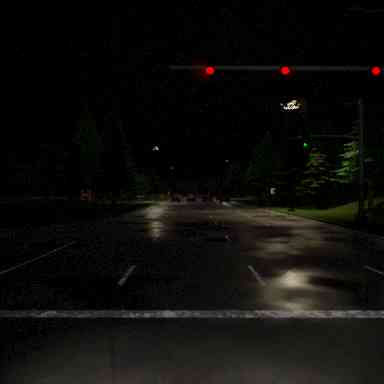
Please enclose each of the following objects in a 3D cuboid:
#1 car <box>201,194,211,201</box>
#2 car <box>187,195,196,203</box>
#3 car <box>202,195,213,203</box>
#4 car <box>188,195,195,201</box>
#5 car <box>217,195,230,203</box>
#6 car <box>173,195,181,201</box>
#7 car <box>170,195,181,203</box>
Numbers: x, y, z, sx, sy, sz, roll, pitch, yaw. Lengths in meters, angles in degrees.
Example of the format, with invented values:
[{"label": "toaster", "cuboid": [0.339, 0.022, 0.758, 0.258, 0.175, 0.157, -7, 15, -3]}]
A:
[{"label": "car", "cuboid": [3.408, 1.358, 80.782, 2.128, 1.511, 4.902, 0, 0, 0]}, {"label": "car", "cuboid": [-0.080, 1.531, 70.358, 2.033, 1.411, 5.357, 0, 0, 0]}, {"label": "car", "cuboid": [3.420, 1.545, 70.779, 1.994, 1.385, 4.181, 0, 0, 0]}, {"label": "car", "cuboid": [-0.092, 1.357, 80.778, 1.812, 1.442, 4.674, 0, 0, 0]}, {"label": "car", "cuboid": [6.919, 1.545, 70.783, 1.994, 1.385, 4.181, 0, 0, 0]}, {"label": "car", "cuboid": [-3.592, 1.357, 80.774, 1.812, 1.442, 4.674, 0, 0, 0]}, {"label": "car", "cuboid": [-3.580, 1.517, 70.771, 1.812, 1.442, 4.674, 0, 0, 0]}]
